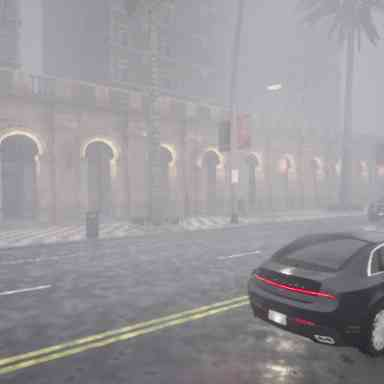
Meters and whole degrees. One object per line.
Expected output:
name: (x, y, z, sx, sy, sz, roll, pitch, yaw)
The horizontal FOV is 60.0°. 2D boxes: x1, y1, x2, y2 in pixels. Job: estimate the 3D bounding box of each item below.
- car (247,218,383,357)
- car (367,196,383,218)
car: (3.140, 1.456, 5.986, 4.892, 1.490, 1.837, -1, 0, -35)
car: (14.266, 1.018, 22.686, 5.566, 2.045, 2.150, -1, 0, -35)
